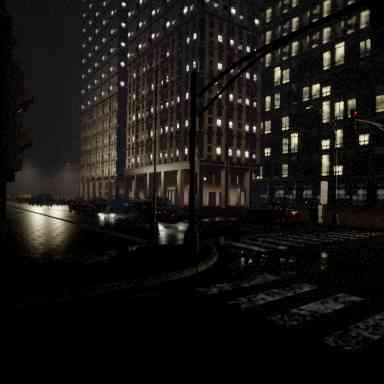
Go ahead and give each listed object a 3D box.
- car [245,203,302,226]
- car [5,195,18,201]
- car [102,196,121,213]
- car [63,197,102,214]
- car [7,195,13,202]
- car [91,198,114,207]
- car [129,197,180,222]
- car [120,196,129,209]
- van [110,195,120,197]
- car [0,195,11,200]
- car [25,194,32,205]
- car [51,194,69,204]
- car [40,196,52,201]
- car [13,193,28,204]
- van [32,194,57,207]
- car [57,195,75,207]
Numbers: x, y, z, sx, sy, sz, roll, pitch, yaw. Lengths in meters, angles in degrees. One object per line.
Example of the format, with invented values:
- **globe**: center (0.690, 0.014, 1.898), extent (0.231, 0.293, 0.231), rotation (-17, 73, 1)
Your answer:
- **car**: center (5.734, 1.505, 23.926), extent (1.967, 1.590, 4.097), rotation (1, -1, -35)
- **car**: center (-40.359, 1.378, 74.327), extent (2.008, 1.369, 4.403), rotation (1, -1, -35)
- **car**: center (-9.957, 1.413, 36.024), extent (2.128, 1.511, 4.902), rotation (1, 0, -35)
- **car**: center (-10.914, 1.427, 32.886), extent (2.008, 1.369, 4.403), rotation (1, -1, -35)
- **car**: center (-37.088, 1.397, 69.722), extent (1.947, 1.339, 4.313), rotation (1, -1, -35)
- **car**: center (-13.899, 1.586, 51.552), extent (1.947, 1.339, 4.313), rotation (1, -1, -35)
- **car**: center (-2.800, 1.419, 25.944), extent (1.882, 1.535, 5.008), rotation (1, -1, -35)
- **car**: center (-7.355, 1.584, 42.343), extent (2.008, 1.369, 4.403), rotation (1, -1, -35)
- **van**: center (-10.623, 1.368, 46.950), extent (1.690, 1.788, 3.998), rotation (1, -1, -35)
- **car**: center (-46.807, 1.365, 83.400), extent (1.752, 1.417, 4.829), rotation (1, -1, -35)
- **car**: center (-24.001, 1.432, 51.304), extent (1.802, 1.307, 4.206), rotation (1, -1, -35)
- **car**: center (-24.911, 1.307, 62.585), extent (2.097, 1.767, 4.553), rotation (1, -1, -35)
- **car**: center (-36.802, 1.570, 83.784), extent (1.802, 1.307, 4.206), rotation (1, -1, -35)
- **car**: center (-30.540, 1.155, 60.515), extent (2.192, 1.841, 5.009), rotation (1, -1, -35)
- **van**: center (-20.725, 1.197, 46.701), extent (1.690, 1.788, 3.998), rotation (1, -1, -35)
- **car**: center (-19.581, 1.515, 49.725), extent (1.895, 1.301, 4.718), rotation (1, -1, -35)
